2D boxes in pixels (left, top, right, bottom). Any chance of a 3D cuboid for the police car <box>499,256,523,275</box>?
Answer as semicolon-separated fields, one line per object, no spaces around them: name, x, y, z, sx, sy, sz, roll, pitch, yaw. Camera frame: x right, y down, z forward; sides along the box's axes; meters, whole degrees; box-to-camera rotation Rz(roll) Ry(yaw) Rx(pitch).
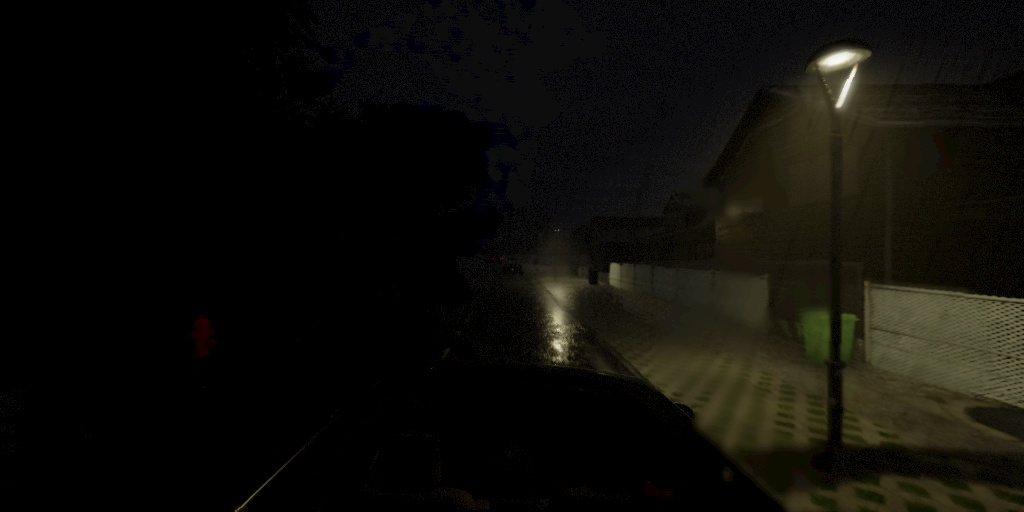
police car;0.069;1.010;35.442;1.930;1.638;5.238;0;0;1
